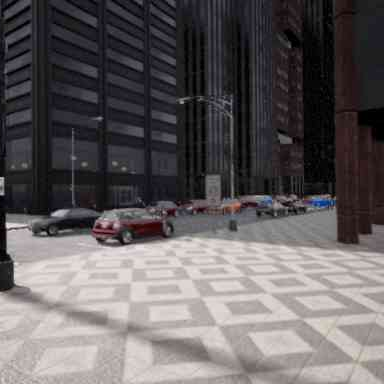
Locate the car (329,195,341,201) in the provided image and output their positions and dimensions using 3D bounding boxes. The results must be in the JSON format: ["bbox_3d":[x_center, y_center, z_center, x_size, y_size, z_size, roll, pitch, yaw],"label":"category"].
[{"bbox_3d":[36.425,1.575,84.712,1.947,1.339,4.313,-1,0,36],"label":"car"}]

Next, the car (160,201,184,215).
[{"bbox_3d":[-3.026,1.580,30.172,1.967,1.590,4.097,-1,0,36],"label":"car"}]

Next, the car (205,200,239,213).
[{"bbox_3d":[3.550,1.664,39.262,2.008,1.369,4.403,-1,0,36],"label":"car"}]

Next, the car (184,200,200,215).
[{"bbox_3d":[0.261,1.566,34.717,1.967,1.590,4.097,-1,0,36],"label":"car"}]

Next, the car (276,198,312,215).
[{"bbox_3d":[10.467,1.569,34.280,1.947,1.339,4.313,-1,0,36],"label":"car"}]

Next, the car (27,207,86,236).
[{"bbox_3d":[-7.296,1.659,19.728,1.812,1.442,4.674,-1,0,36],"label":"car"}]

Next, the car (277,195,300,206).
[{"bbox_3d":[16.697,1.381,57.442,2.192,1.841,5.009,-1,0,36],"label":"car"}]

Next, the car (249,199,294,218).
[{"bbox_3d":[7.180,1.567,29.735,2.008,1.369,4.403,-1,0,36],"label":"car"}]

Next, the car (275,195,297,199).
[{"bbox_3d":[13.067,1.409,47.712,1.994,1.385,4.181,-1,0,36],"label":"car"}]

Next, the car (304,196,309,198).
[{"bbox_3d":[23.274,1.486,66.533,1.967,1.590,4.097,-1,0,36],"label":"car"}]

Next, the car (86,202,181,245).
[{"bbox_3d":[-2.683,1.499,16.101,1.967,1.590,4.097,-1,0,36],"label":"car"}]

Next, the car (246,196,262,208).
[{"bbox_3d":[6.835,1.415,43.808,2.192,1.841,5.009,-1,0,36],"label":"car"}]

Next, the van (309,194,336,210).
[{"bbox_3d":[17.039,1.320,43.370,1.690,1.788,3.998,-1,0,36],"label":"van"}]

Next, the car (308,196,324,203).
[{"bbox_3d":[26.562,1.587,71.077,2.008,1.369,4.403,-1,0,36],"label":"car"}]

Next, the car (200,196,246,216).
[{"bbox_3d":[3.271,1.442,34.329,2.097,1.767,4.553,-1,-1,36],"label":"car"}]

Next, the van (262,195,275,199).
[{"bbox_3d":[10.122,1.429,48.352,1.690,1.788,3.998,-1,0,36],"label":"van"}]

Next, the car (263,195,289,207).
[{"bbox_3d":[13.410,1.392,52.898,2.192,1.841,5.009,-1,0,36],"label":"car"}]

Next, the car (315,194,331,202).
[{"bbox_3d":[29.848,1.342,75.623,2.192,1.841,5.009,-1,0,36],"label":"car"}]
